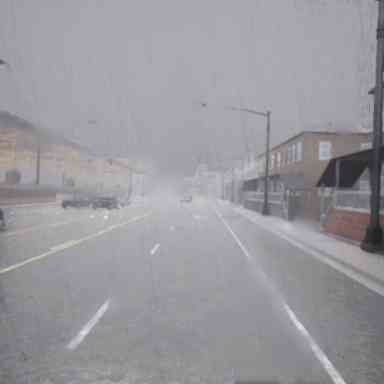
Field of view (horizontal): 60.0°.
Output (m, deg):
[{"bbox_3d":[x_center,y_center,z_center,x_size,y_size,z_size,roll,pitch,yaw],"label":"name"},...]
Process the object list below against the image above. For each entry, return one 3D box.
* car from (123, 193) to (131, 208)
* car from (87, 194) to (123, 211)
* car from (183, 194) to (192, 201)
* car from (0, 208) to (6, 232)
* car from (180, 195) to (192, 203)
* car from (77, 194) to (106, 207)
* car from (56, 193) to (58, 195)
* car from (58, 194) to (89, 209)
[{"bbox_3d":[-9.175,1.192,42.145,1.895,1.301,4.718,2,0,2],"label":"car"},{"bbox_3d":[-9.376,1.180,36.351,1.837,1.490,4.892,2,0,2],"label":"car"},{"bbox_3d":[-0.980,1.330,77.955,1.812,1.442,4.674,2,0,2],"label":"car"},{"bbox_3d":[-10.189,1.002,14.362,2.097,1.767,4.553,2,0,2],"label":"car"},{"bbox_3d":[-1.319,1.539,67.983,1.895,1.301,4.718,2,0,2],"label":"car"},{"bbox_3d":[-12.667,0.999,42.291,2.128,1.511,4.902,2,0,2],"label":"car"},{"bbox_3d":[-28.601,0.462,66.383,2.038,1.542,4.974,2,0,30],"label":"car"},{"bbox_3d":[-12.846,1.154,37.150,1.895,1.301,4.718,2,0,2],"label":"car"}]
